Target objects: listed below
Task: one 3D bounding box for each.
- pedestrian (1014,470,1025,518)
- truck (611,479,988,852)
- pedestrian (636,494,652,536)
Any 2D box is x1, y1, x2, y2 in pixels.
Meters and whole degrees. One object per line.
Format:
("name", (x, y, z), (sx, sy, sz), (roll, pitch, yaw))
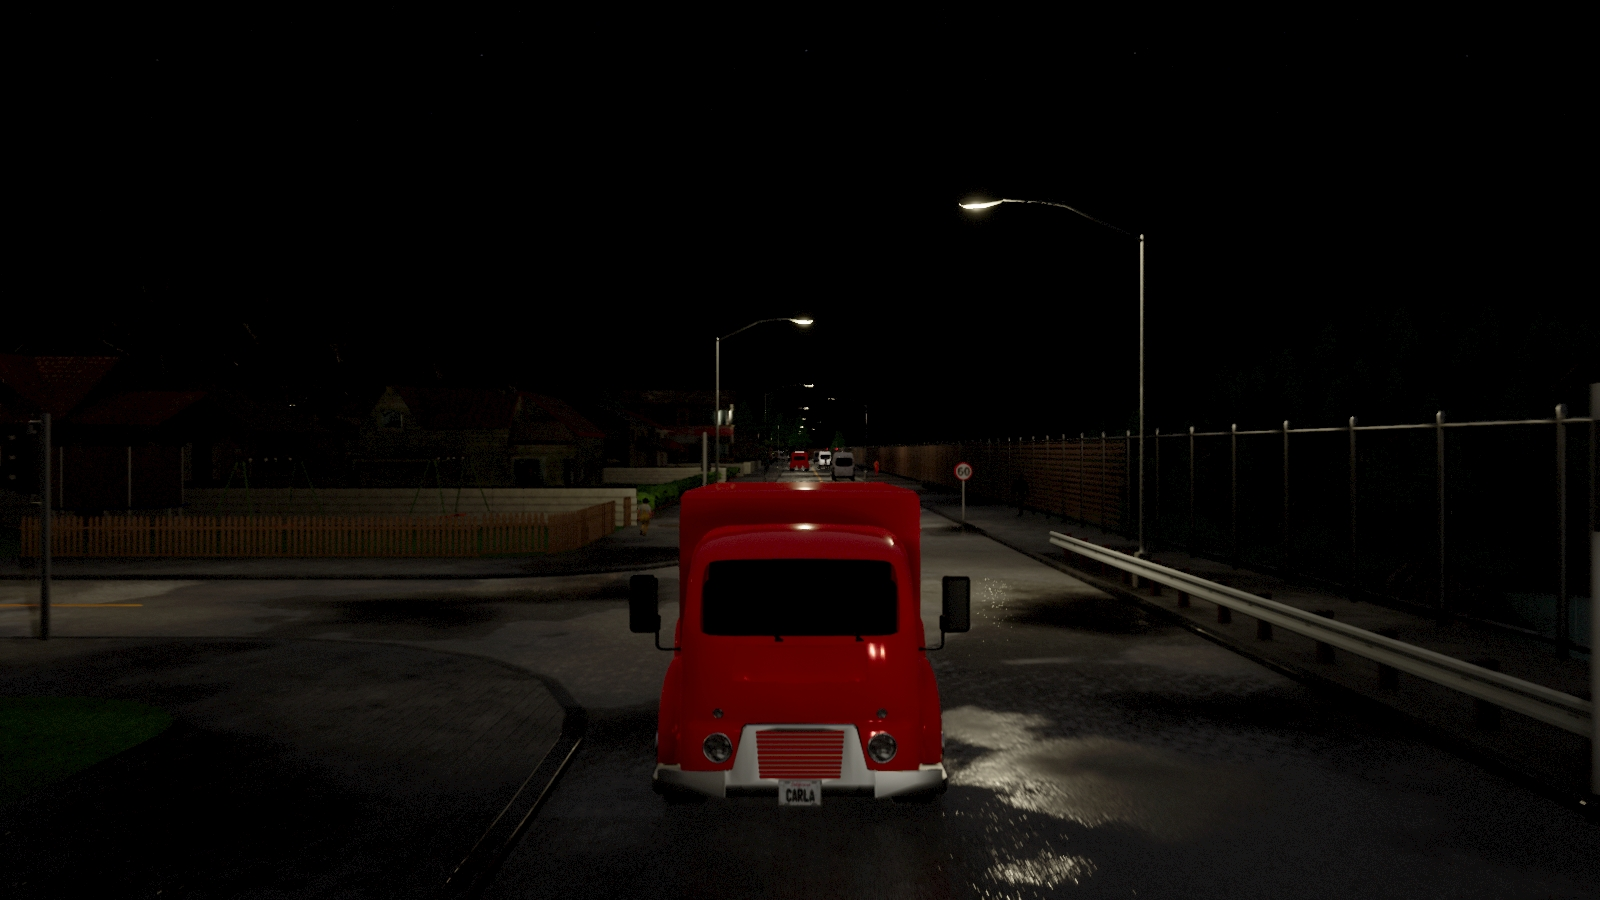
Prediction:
("pedestrian", (8.651, 1.740, 45.002), (0.375, 1.860, 0.375), (0, 0, 1))
("truck", (-0.004, 1.566, 10.569), (2.627, 2.467, 5.204), (0, 0, 0))
("pedestrian", (-4.854, 2.022, 35.541), (0.375, 1.300, 0.375), (0, 0, 10))
